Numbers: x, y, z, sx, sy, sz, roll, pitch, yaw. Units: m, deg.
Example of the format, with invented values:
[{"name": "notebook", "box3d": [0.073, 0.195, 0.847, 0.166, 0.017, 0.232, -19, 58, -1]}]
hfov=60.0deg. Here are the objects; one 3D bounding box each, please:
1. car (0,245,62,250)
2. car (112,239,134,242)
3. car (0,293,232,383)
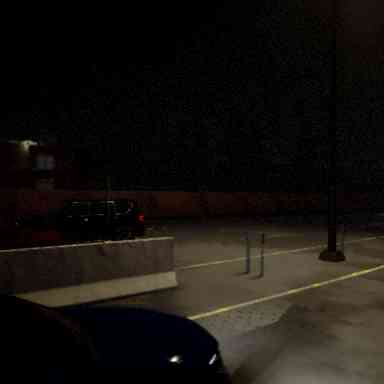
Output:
[{"name": "car", "box3d": [-5.873, 1.486, 8.419, 5.008, 1.535, 1.882, 1, -1, -36]}, {"name": "car", "box3d": [-4.628, 1.279, 13.634, 5.566, 2.045, 2.150, 1, -1, -36]}, {"name": "car", "box3d": [-1.811, 1.527, 2.472, 4.674, 1.442, 1.812, 1, 0, -36]}]
